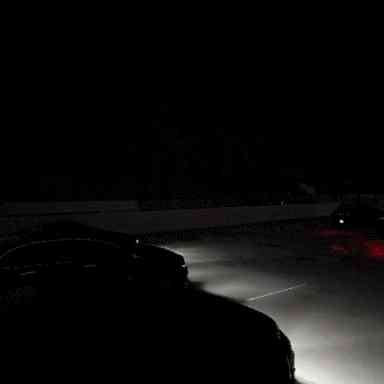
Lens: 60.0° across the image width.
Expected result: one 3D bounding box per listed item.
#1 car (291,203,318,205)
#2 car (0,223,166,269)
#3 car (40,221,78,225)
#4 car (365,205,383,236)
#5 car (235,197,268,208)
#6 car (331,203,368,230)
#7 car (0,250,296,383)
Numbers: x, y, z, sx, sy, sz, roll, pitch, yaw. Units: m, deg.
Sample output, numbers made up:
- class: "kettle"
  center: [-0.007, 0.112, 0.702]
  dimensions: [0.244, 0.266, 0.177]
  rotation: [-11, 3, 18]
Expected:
- class: "car"
  center: [12.558, 1.477, 37.674]
  dimensions: [4.902, 1.511, 2.128]
  rotation: [0, 0, -45]
- class: "car"
  center: [-2.332, 1.504, 6.487]
  dimensions: [4.892, 1.490, 1.837]
  rotation: [0, 0, -36]
- class: "car"
  center: [-3.586, 1.562, 9.914]
  dimensions: [4.181, 1.385, 1.994]
  rotation: [0, 0, -36]
- class: "car"
  center: [11.230, 1.482, 17.183]
  dimensions: [4.902, 1.511, 2.128]
  rotation: [0, 0, -40]
- class: "car"
  center: [8.766, 1.531, 48.736]
  dimensions: [2.033, 1.411, 5.357]
  rotation: [0, 0, 44]
- class: "car"
  center: [10.714, 1.495, 21.353]
  dimensions: [4.892, 1.490, 1.837]
  rotation: [0, 0, -41]
- class: "car"
  center: [-0.928, 1.563, 3.192]
  dimensions: [4.181, 1.385, 1.994]
  rotation: [0, 0, -35]
